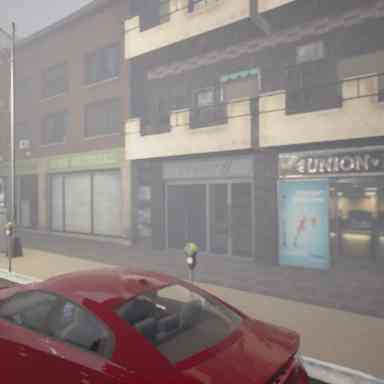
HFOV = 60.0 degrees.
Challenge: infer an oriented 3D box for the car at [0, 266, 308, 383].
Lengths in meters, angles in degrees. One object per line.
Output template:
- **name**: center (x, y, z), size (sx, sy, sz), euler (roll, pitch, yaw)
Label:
- **car**: center (-1.095, 1.528, 3.669), size (4.507, 1.381, 1.887), euler (0, -1, 36)
